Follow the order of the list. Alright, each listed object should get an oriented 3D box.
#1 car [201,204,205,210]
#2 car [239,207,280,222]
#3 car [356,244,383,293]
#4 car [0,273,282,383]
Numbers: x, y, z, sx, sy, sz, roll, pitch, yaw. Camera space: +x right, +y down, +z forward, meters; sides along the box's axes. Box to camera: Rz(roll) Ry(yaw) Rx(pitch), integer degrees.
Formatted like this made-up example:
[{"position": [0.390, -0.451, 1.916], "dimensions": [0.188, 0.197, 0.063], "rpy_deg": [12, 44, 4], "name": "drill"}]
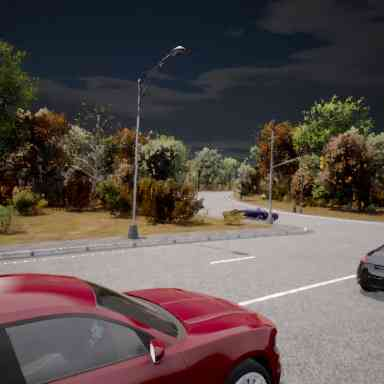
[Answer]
[{"position": [0.444, 1.887, 51.602], "dimensions": [2.033, 1.411, 5.357], "rpy_deg": [3, 1, -15], "name": "car"}, {"position": [6.806, 2.246, 34.001], "dimensions": [1.895, 1.301, 4.718], "rpy_deg": [3, -1, -24], "name": "car"}, {"position": [5.800, 1.666, 7.937], "dimensions": [4.181, 1.385, 1.994], "rpy_deg": [1, -1, -35], "name": "car"}, {"position": [-1.349, 1.479, 2.783], "dimensions": [5.008, 1.535, 1.882], "rpy_deg": [0, 0, -36], "name": "car"}]
